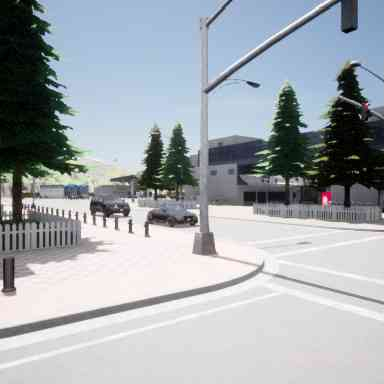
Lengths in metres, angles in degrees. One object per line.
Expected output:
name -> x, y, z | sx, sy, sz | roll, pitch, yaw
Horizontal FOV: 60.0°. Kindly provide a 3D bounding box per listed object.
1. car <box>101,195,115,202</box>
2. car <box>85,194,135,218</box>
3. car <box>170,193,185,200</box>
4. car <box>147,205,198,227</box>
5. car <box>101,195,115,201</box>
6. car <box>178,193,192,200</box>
car -> -18.893, 1.389, 75.046 | 1.845, 1.501, 3.633 | 0, 0, -37
car -> -7.851, 1.237, 31.390 | 2.150, 2.045, 5.566 | 0, 0, -37
car -> -3.884, 1.113, 86.005 | 1.932, 1.855, 4.605 | 0, 0, -37
car -> -1.416, 1.579, 22.872 | 1.994, 1.385, 4.181 | 0, 0, -37
car -> -20.919, 1.400, 82.782 | 1.970, 1.475, 3.806 | 0, 0, -37
car -> -1.796, 1.092, 88.067 | 1.905, 1.878, 3.866 | 0, 0, -37
